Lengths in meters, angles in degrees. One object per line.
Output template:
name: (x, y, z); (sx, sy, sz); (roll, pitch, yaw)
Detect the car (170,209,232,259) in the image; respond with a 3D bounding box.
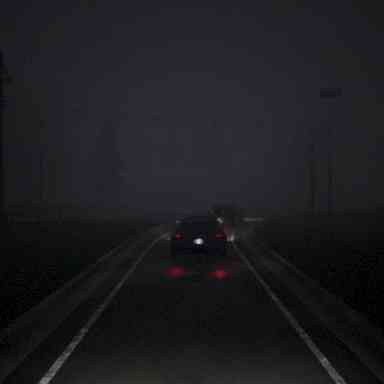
car: (0.281, 1.562, 12.710); (1.994, 1.385, 4.181); (0, 0, 2)

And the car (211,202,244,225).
car: (2.482, 1.502, 23.884); (1.837, 1.490, 4.892); (0, 0, 18)
